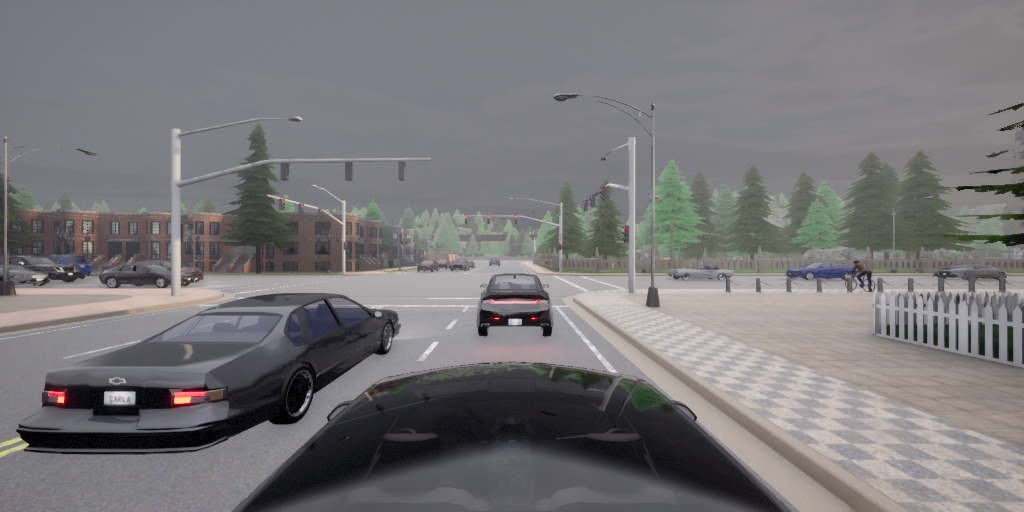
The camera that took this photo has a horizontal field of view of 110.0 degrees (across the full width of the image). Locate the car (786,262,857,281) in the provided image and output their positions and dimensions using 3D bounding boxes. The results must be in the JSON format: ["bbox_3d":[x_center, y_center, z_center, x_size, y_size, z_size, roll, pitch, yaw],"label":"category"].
[{"bbox_3d":[25.600,1.228,29.802,5.008,1.535,1.882,0,0,0],"label":"car"}]

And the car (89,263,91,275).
[{"bbox_3d":[-38.364,0.971,29.416,5.566,2.045,2.150,0,0,-9],"label":"car"}]

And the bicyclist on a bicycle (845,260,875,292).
[{"bbox_3d":[18.248,1.052,18.826,0.582,1.620,1.656,0,0,0],"label":"bicyclist on a bicycle"}]

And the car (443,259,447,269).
[{"bbox_3d":[-10.585,1.228,54.985,1.882,1.535,5.008,0,0,0],"label":"car"}]

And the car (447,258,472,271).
[{"bbox_3d":[-7.065,1.102,48.928,2.097,1.767,4.553,0,0,0],"label":"car"}]

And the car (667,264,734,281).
[{"bbox_3d":[15.560,1.351,29.812,4.718,1.301,1.895,0,0,0],"label":"car"}]

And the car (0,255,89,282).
[{"bbox_3d":[-35.173,0.971,26.036,5.566,2.045,2.150,0,0,-6],"label":"car"}]

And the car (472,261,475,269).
[{"bbox_3d":[-7.064,1.314,57.566,1.994,1.385,4.181,0,0,0],"label":"car"}]

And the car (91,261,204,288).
[{"bbox_3d":[-23.190,1.255,22.950,4.892,1.490,1.837,0,0,-3],"label":"car"}]

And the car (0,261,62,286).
[{"bbox_3d":[-32.555,1.242,22.709,4.902,1.511,2.128,0,0,-4],"label":"car"}]

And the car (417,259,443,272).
[{"bbox_3d":[-10.581,1.228,45.534,1.882,1.535,5.008,0,0,0],"label":"car"}]

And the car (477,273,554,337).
[{"bbox_3d":[0.081,1.242,10.337,2.128,1.511,4.902,0,0,0],"label":"car"}]

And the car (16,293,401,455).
[{"bbox_3d":[-3.437,1.297,5.669,2.033,1.411,5.357,0,0,0],"label":"car"}]

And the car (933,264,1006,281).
[{"bbox_3d":[37.913,1.314,29.778,4.181,1.385,1.994,0,0,0],"label":"car"}]
